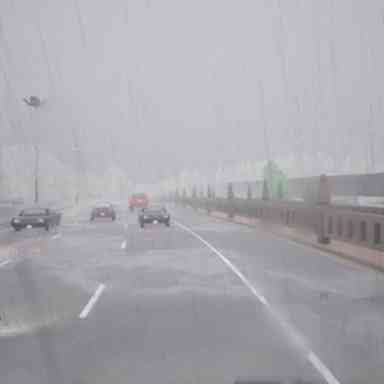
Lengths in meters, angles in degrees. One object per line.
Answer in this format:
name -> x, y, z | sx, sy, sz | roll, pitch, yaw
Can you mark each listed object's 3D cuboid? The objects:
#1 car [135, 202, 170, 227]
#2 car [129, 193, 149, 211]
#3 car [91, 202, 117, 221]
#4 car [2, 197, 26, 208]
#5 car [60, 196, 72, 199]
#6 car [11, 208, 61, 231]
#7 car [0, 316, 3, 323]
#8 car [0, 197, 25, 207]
car -> -2.693, 1.568, 22.757 | 1.895, 1.301, 4.718 | 0, 0, -11
car -> -6.507, 1.186, 40.751 | 2.150, 2.045, 5.566 | 0, 0, -12
car -> -7.231, 1.512, 27.392 | 1.812, 1.442, 4.674 | 0, 0, -12
car -> -26.521, 1.570, 49.793 | 1.837, 1.490, 4.892 | 0, 0, -12
car -> -28.398, 1.995, 75.383 | 2.150, 2.045, 5.566 | 0, -4, -12
car -> -9.355, 1.609, 20.421 | 1.895, 1.301, 4.718 | 0, 0, -11
car -> -3.545, 1.556, 2.247 | 2.033, 1.411, 5.357 | 0, 0, -2
car -> -20.018, 1.611, 36.107 | 1.994, 1.385, 4.181 | 0, 0, -12
